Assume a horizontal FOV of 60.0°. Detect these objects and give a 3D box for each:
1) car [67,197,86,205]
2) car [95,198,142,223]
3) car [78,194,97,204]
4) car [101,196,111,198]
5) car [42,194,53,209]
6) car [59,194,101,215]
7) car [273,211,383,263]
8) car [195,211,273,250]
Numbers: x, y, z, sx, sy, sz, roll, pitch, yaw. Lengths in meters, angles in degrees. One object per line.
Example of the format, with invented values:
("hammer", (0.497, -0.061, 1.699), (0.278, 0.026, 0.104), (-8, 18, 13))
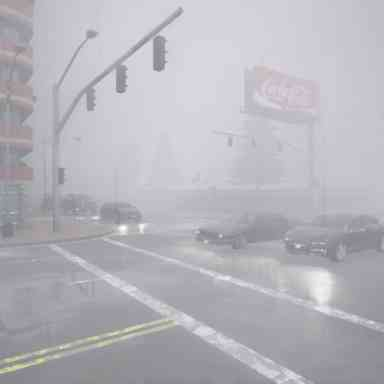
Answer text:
("car", (-20.521, 1.564, 58.887), (1.994, 1.385, 4.181), (0, 0, -36))
("car", (-5.616, 1.505, 25.848), (1.837, 1.490, 4.892), (0, 0, -36))
("car", (-20.366, 1.352, 64.663), (2.097, 1.767, 4.553), (0, 0, -36))
("car", (-14.984, 1.478, 57.183), (1.882, 1.535, 5.008), (0, 0, -36))
("car", (-17.768, 1.221, 42.758), (2.150, 2.045, 5.566), (0, 0, -35))
("car", (-11.612, 1.221, 34.185), (2.150, 2.045, 5.566), (0, 0, -36))
("car", (5.389, 1.505, 12.120), (4.892, 1.490, 1.837), (0, 0, -35))
("car", (2.731, 1.547, 14.524), (5.357, 1.411, 2.033), (0, 0, -35))
